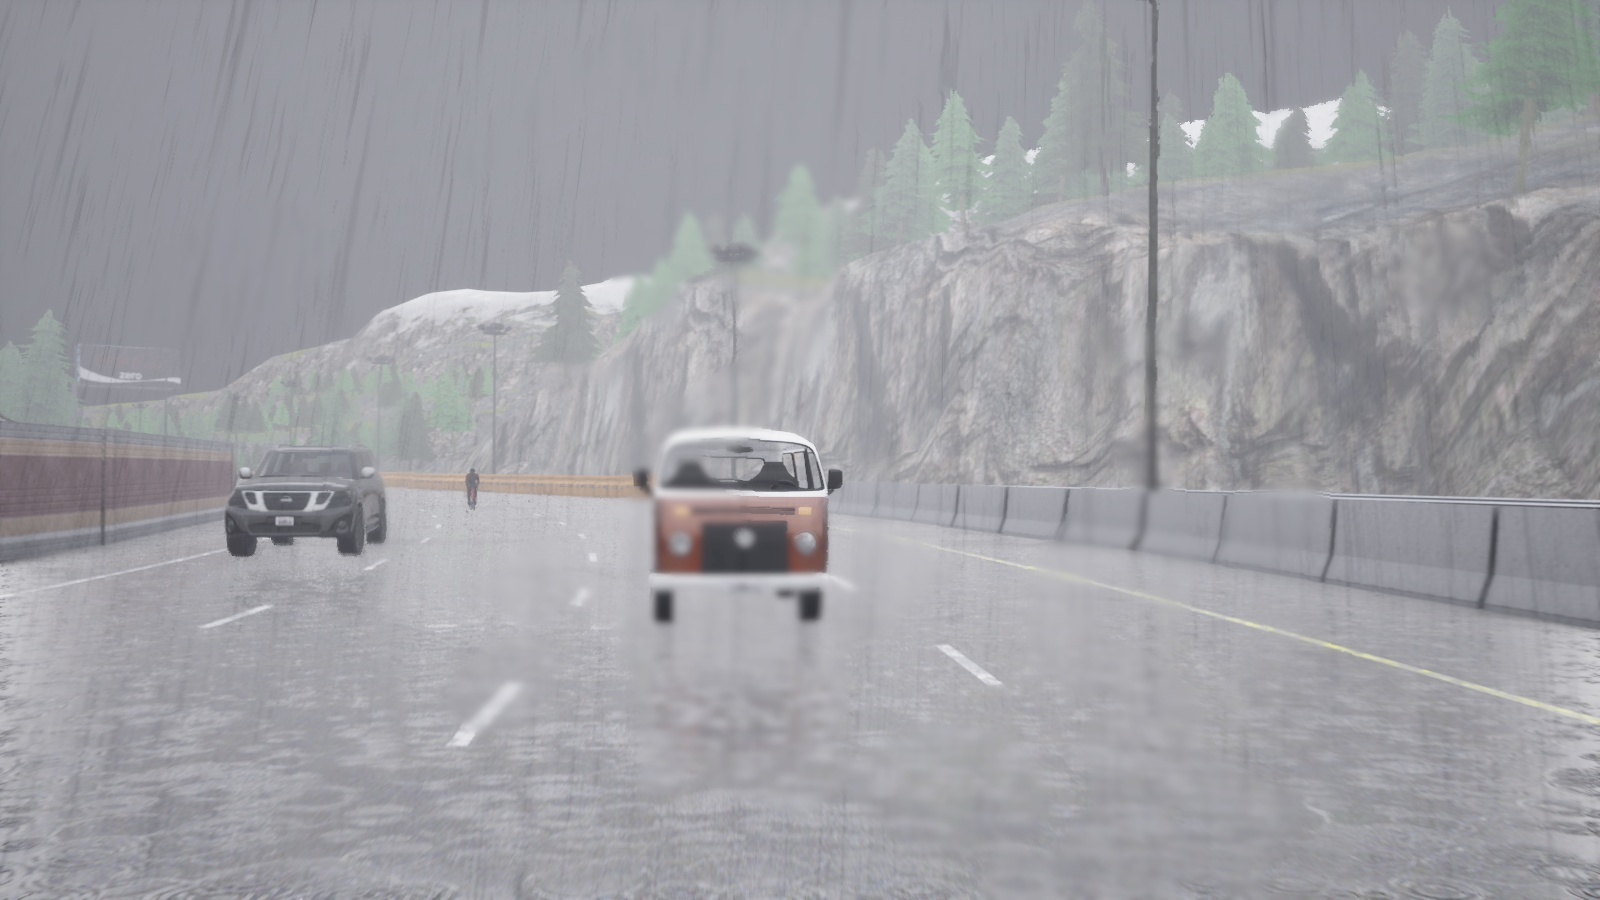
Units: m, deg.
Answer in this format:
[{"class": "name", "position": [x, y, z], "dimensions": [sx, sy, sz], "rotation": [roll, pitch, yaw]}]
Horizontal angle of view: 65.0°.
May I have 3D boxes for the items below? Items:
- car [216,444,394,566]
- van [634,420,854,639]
[{"class": "car", "position": [-9.283, 0.977, 24.077], "dimensions": [2.150, 2.045, 5.566], "rotation": [0, -1, -11]}, {"class": "van", "position": [-0.773, 0.776, 14.040], "dimensions": [2.069, 2.038, 4.480], "rotation": [0, -1, -7]}]
